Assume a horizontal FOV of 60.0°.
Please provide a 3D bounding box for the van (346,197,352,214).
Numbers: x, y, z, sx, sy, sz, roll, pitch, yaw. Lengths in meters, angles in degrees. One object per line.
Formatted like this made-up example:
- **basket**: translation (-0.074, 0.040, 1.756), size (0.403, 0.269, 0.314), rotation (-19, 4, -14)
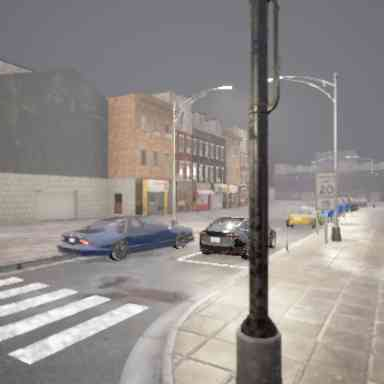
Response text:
- **van**: translation (16.350, 1.534, 36.967), size (1.690, 1.788, 3.998), rotation (0, 0, 31)

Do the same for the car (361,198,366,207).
- **car**: translation (27.965, 1.756, 56.400), size (1.967, 1.590, 4.097), rotation (0, 0, 31)

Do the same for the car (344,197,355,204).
- **car**: translation (35.586, 1.876, 75.120), size (1.967, 1.590, 4.097), rotation (0, 0, 31)

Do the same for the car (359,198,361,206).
- **car**: translation (22.157, 1.694, 46.683), size (1.967, 1.590, 4.097), rotation (0, 0, 31)

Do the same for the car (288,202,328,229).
- **car**: translation (7.724, 1.629, 22.537), size (1.752, 1.417, 4.829), rotation (0, 0, 31)

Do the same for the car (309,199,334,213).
- **car**: translation (16.564, 1.716, 42.336), size (2.128, 1.511, 4.902), rotation (0, 0, 31)

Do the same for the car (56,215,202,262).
- **car**: translation (-2.199, 1.589, 12.485), size (2.033, 1.411, 5.357), rotation (0, 0, 40)

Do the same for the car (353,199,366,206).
- **car**: translation (30.869, 1.930, 61.258), size (1.802, 1.307, 4.206), rotation (0, 0, 31)

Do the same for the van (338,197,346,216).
- **van**: translation (13.446, 1.503, 32.109), size (1.690, 1.788, 3.998), rotation (0, 0, 31)

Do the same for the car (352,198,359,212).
- **car**: translation (19.254, 1.538, 41.826), size (2.192, 1.841, 5.009), rotation (0, 0, 31)

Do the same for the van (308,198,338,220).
- **van**: translation (10.542, 1.473, 27.250), size (1.690, 1.788, 3.998), rotation (0, 0, 31)

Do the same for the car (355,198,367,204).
- **car**: translation (37.368, 1.978, 73.469), size (2.008, 1.369, 4.403), rotation (0, 0, 31)

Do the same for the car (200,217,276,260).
- **car**: translation (1.829, 1.610, 12.674), size (1.947, 1.339, 4.313), rotation (0, 0, 31)
